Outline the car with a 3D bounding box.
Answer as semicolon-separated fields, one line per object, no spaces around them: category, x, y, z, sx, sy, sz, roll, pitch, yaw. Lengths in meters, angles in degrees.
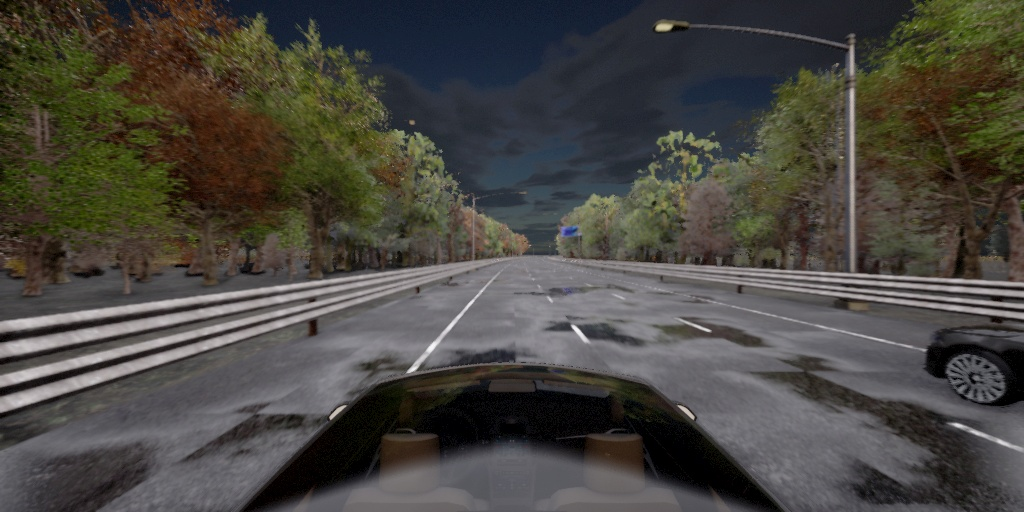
car;7.100;1.241;3.331;2.128;1.511;4.902;0;0;0
